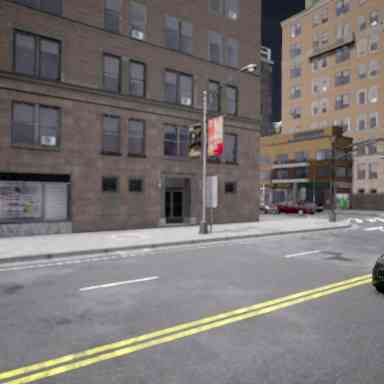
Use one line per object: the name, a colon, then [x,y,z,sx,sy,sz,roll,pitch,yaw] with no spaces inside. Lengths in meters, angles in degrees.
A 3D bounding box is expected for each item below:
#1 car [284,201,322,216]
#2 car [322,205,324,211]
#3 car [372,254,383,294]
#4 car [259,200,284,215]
car: [10.853,1.689,35.523,1.882,1.535,5.008,1,0,-35]
car: [13.952,1.838,40.655,1.947,1.339,4.313,1,0,-35]
car: [6.032,1.633,7.730,4.181,1.385,1.994,1,0,-36]
car: [7.392,1.621,36.035,1.967,1.590,4.097,1,0,-35]
